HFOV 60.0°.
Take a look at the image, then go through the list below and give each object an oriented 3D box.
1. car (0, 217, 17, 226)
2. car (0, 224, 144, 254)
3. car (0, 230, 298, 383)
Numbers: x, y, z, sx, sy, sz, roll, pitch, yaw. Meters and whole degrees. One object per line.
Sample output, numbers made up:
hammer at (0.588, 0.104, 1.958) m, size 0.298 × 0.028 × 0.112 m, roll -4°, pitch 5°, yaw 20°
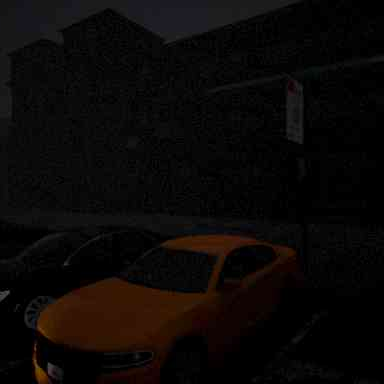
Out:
car at (-4.493, 1.524, 8.598) m, size 2.163 × 1.488 × 4.792 m, roll 0°, pitch 0°, yaw 36°
car at (-2.244, 1.491, 6.965) m, size 2.231 × 1.521 × 4.892 m, roll 0°, pitch 0°, yaw 36°
car at (0.119, 1.484, 5.277) m, size 2.097 × 1.535 × 5.008 m, roll 0°, pitch 0°, yaw 36°
